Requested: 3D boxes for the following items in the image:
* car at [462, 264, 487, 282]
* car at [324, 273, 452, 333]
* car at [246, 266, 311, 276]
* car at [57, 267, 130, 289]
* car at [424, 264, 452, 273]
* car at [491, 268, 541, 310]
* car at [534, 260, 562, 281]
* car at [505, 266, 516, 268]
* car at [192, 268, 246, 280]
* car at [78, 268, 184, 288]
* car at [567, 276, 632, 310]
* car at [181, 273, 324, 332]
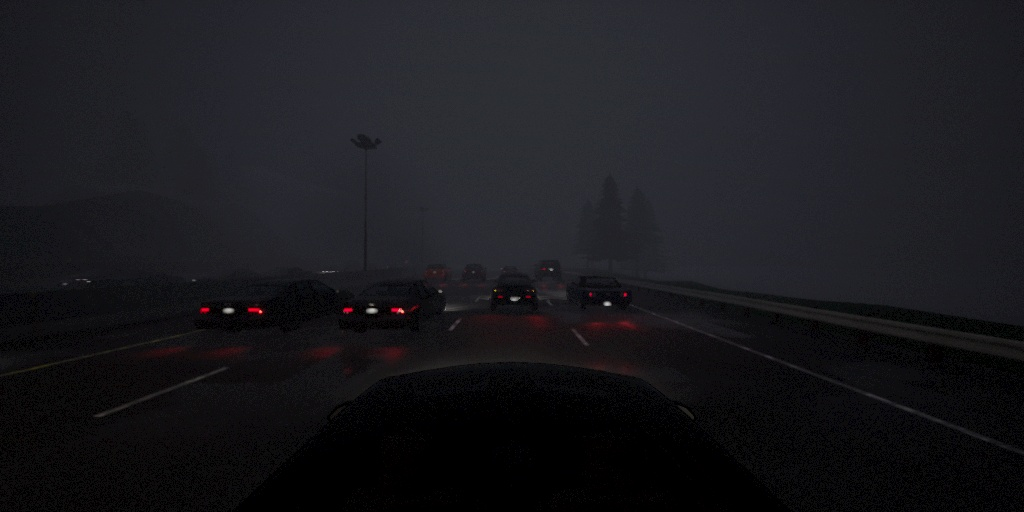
[{"bbox_3d":[-3.530,1.504,34.349,2.097,1.767,4.553,0,-1,-2],"label":"car"},{"bbox_3d":[-3.403,1.415,11.230,2.033,1.411,5.357,0,-1,0],"label":"car"},{"bbox_3d":[-17.642,1.548,27.797,1.882,1.535,5.008,0,-1,-1],"label":"car"},{"bbox_3d":[-28.121,1.527,25.011,2.128,1.511,4.902,0,-1,0],"label":"car"},{"bbox_3d":[-7.031,1.504,34.407,2.097,1.767,4.553,0,-1,-2],"label":"car"},{"bbox_3d":[0.093,1.447,15.613,1.812,1.442,4.674,0,-1,0],"label":"car"},{"bbox_3d":[3.477,1.386,35.145,2.150,2.045,5.566,0,-1,-2],"label":"car"},{"bbox_3d":[-0.218,1.774,38.934,1.994,1.385,4.181,0,-1,-3],"label":"car"},{"bbox_3d":[-21.108,1.608,27.057,2.033,1.411,5.357,0,-1,0],"label":"car"},{"bbox_3d":[-24.606,1.618,23.585,1.895,1.301,4.718,0,-1,0],"label":"car"},{"bbox_3d":[3.599,1.524,15.727,1.895,1.301,4.718,0,-1,0],"label":"car"},{"bbox_3d":[-6.903,1.415,11.244,2.033,1.411,5.357,0,-1,0],"label":"car"}]
